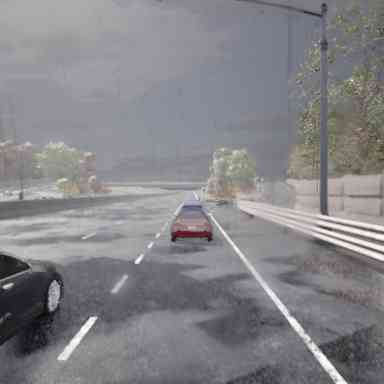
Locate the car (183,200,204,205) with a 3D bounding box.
[{"bbox_3d":[0.127,1.469,31.107,1.882,1.535,5.008,0,0,2],"label":"car"}]

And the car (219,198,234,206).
[{"bbox_3d":[6.281,1.879,61.007,1.837,1.490,4.892,-1,-2,21],"label":"car"}]

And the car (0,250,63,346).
[{"bbox_3d":[-3.400,1.503,4.544,1.837,1.490,4.892,0,0,0],"label":"car"}]

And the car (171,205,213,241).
[{"bbox_3d":[-0.003,1.559,16.775,1.994,1.385,4.181,0,0,0],"label":"car"}]
